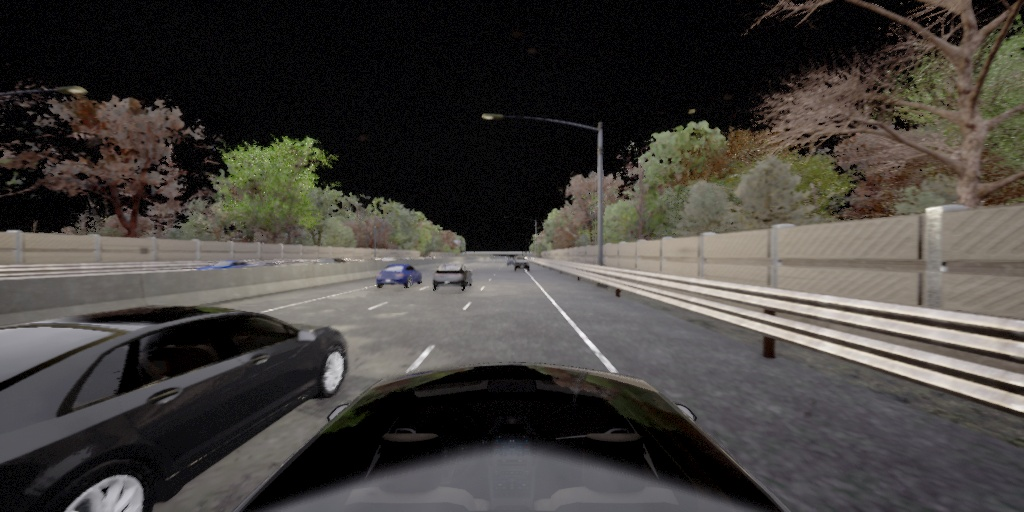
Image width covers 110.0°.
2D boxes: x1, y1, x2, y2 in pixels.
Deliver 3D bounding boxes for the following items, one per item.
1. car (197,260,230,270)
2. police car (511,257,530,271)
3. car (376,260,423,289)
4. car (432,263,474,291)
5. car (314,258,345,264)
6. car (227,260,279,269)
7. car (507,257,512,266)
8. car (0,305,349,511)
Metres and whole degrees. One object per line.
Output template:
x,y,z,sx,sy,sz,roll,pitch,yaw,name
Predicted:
-24.587,1.118,31.029,1.882,1.535,5.008,0,0,0,car
1.224,1.026,45.157,1.930,1.638,5.238,0,0,0,police car
-6.899,1.198,22.261,1.812,1.442,4.674,0,0,0,car
-3.399,1.168,21.185,2.128,1.511,4.902,0,0,0,car
-17.582,0.980,34.311,2.097,1.767,4.553,0,0,0,car
-21.088,1.207,30.166,1.994,1.385,4.181,0,0,0,car
-0.001,1.161,63.555,1.895,1.301,4.718,0,0,0,car
-3.400,1.248,3.555,1.837,1.490,4.892,0,0,0,car
